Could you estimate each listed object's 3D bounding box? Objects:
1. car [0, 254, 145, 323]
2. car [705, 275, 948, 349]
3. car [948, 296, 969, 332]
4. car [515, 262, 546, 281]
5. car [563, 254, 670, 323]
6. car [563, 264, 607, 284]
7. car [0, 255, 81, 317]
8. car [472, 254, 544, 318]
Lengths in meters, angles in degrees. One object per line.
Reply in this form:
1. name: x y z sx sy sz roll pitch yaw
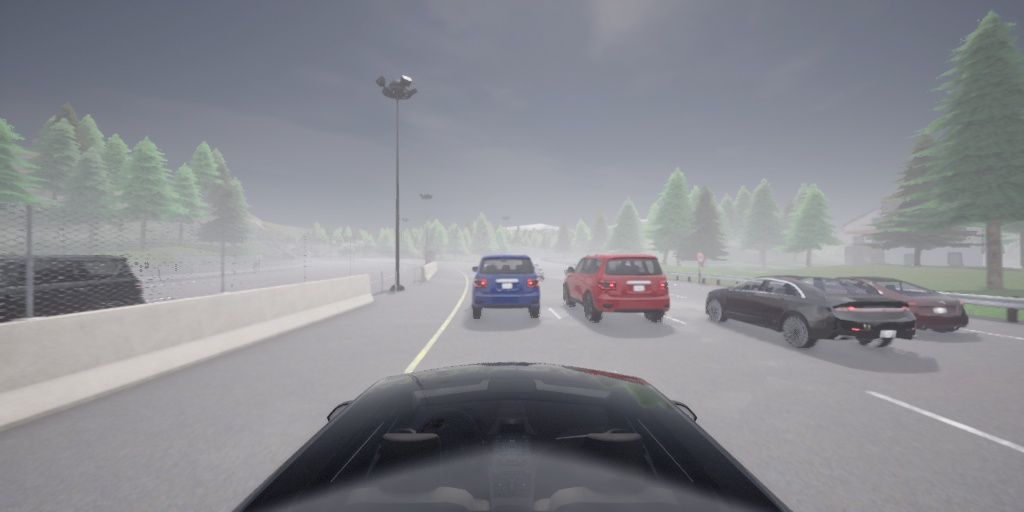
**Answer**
1. car: -10.705 0.979 7.081 2.150 2.045 5.566 0 0 -2
2. car: 6.887 1.222 9.055 2.128 1.511 4.902 0 0 -2
3. car: 10.318 1.288 10.708 1.994 1.385 4.181 0 0 -2
4. car: 1.487 1.233 30.652 1.812 1.442 4.674 0 0 -8
5. car: 3.268 0.952 12.280 2.150 2.045 5.566 0 0 -3
6. car: 5.457 1.308 27.416 1.895 1.301 4.718 0 0 -7
7. car: -17.881 0.983 11.266 2.150 2.045 5.566 0 0 -3
8. car: -0.285 0.956 13.104 2.150 2.045 5.566 0 0 -3
